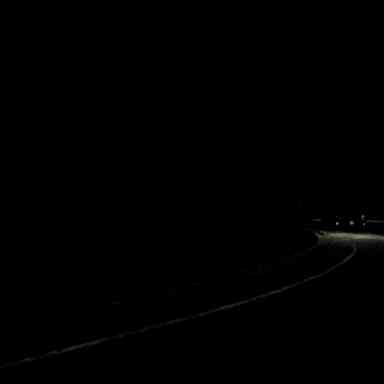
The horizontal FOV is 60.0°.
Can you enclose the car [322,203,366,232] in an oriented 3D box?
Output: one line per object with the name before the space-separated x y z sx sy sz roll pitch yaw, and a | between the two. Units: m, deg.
car | 11.862 1.906 26.391 2.150 2.045 5.566 1 -1 10
